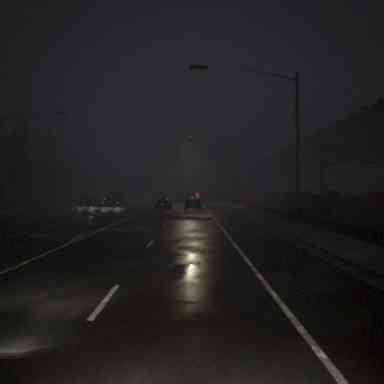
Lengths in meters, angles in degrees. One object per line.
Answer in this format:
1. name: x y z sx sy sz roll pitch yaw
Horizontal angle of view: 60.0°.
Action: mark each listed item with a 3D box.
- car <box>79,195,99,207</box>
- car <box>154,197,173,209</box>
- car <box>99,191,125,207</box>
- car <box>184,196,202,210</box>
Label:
1. car: -14.195 1.215 46.170 1.837 1.490 4.892 0 0 -1
2. car: -3.408 1.318 39.799 1.994 1.385 4.181 0 0 0
3. car: -10.691 0.939 45.840 2.150 2.045 5.566 0 0 -1
4. car: 0.097 1.255 38.451 2.128 1.511 4.902 0 1 0
